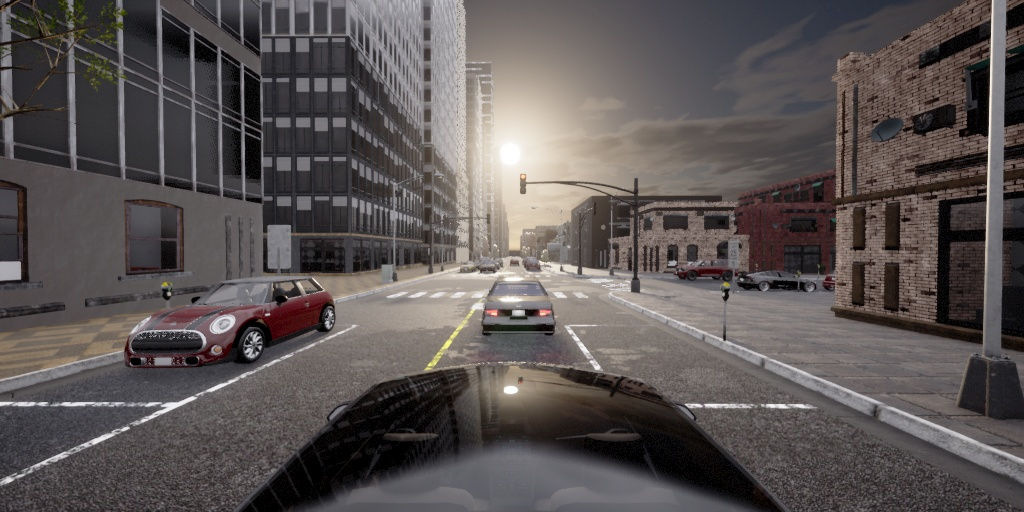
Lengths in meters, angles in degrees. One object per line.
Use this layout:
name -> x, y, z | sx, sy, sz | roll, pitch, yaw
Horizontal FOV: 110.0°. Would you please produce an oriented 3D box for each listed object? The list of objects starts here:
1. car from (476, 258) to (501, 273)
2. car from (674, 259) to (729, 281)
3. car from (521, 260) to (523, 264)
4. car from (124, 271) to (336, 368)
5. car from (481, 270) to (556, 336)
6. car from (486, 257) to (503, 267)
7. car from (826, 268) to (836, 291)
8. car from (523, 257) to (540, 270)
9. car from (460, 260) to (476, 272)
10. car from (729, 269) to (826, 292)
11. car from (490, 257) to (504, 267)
car -> -2.817, 1.291, 43.612 | 2.033, 1.411, 5.357 | 0, 0, 0
car -> 16.711, 1.166, 30.925 | 5.009, 1.841, 2.192 | 0, 0, 1
car -> 3.095, 1.057, 62.588 | 2.192, 1.841, 5.009 | 0, 0, 0
car -> -5.654, 1.189, 7.821 | 1.967, 1.591, 4.097 | 0, 0, 0
car -> 0.157, 1.296, 10.385 | 2.033, 1.411, 5.357 | 0, 0, 0
car -> -2.752, 1.290, 53.755 | 2.033, 1.411, 5.357 | 0, 0, 0
car -> 22.096, 1.475, 22.439 | 4.097, 1.591, 1.967 | 0, 0, 1
car -> 3.020, 1.183, 51.300 | 1.967, 1.591, 4.097 | 0, 0, 0
car -> -5.537, 1.269, 45.598 | 1.751, 1.417, 4.829 | 0, 0, 0
car -> 16.549, 1.548, 22.547 | 4.313, 1.339, 1.948 | 0, 0, 1
car -> -2.640, 1.094, 63.976 | 2.097, 1.767, 4.553 | 0, 0, 1
